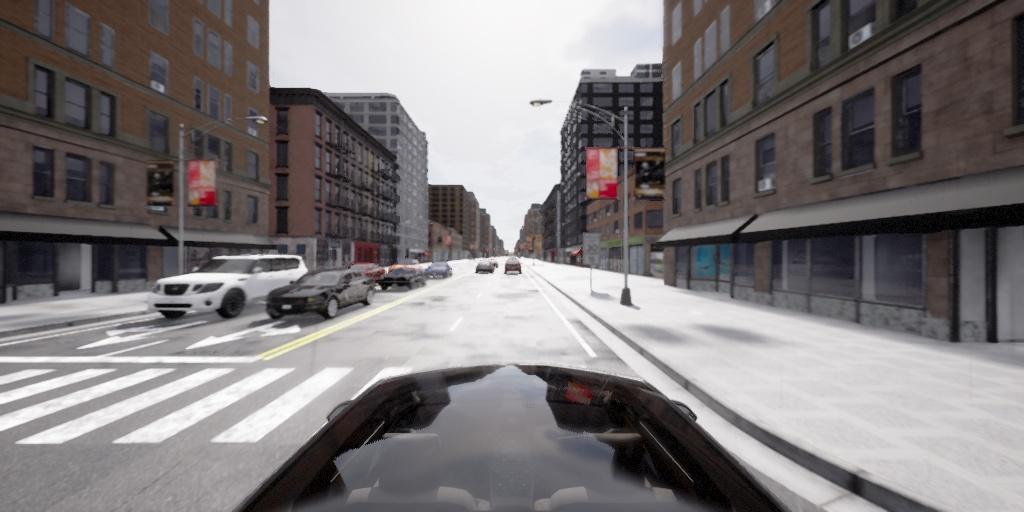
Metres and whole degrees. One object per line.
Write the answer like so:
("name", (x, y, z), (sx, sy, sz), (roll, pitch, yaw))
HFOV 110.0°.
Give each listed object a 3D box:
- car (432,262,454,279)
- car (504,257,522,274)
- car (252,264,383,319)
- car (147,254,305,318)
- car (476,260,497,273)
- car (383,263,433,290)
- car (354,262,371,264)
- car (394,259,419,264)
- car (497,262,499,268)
("car", (-6.499, 1.231, 32.359), (1.812, 1.442, 4.674), (0, 0, 0))
("car", (0.103, 1.172, 41.247), (1.882, 1.535, 5.008), (0, 0, 0))
("car", (-6.589, 1.211, 12.939), (1.882, 1.535, 5.008), (0, 0, -1))
("car", (-9.819, 0.953, 13.194), (2.150, 2.045, 5.566), (0, 0, 2))
("car", (-3.149, 1.255, 42.176), (1.994, 1.385, 4.181), (0, 0, 0))
("car", (-6.566, 1.321, 22.278), (1.895, 1.301, 4.718), (0, 0, 0))
("car", (-9.810, 1.195, 23.195), (1.882, 1.535, 5.008), (0, 0, 0))
("car", (-9.749, 1.055, 33.115), (2.097, 1.767, 4.553), (0, 0, 0))
("car", (-3.153, 1.270, 57.991), (1.895, 1.301, 4.718), (0, 0, 0))
